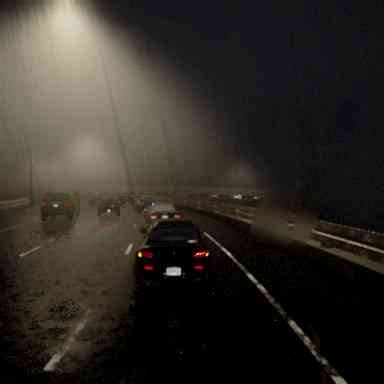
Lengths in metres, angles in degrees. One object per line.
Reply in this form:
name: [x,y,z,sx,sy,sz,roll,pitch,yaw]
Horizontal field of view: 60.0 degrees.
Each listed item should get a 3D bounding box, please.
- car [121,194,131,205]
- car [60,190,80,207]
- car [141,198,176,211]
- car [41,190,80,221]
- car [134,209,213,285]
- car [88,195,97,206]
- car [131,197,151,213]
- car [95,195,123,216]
car: [-9.380,1.075,45.752,1.837,1.490,4.892,0,1,-22]
car: [-16.054,0.812,43.704,2.150,2.045,5.566,0,0,-23]
car: [-1.859,1.355,20.285,2.033,1.411,5.357,0,1,-10]
car: [-9.881,0.988,25.262,2.150,2.045,5.566,0,1,-13]
car: [-0.497,1.438,9.113,1.812,1.442,4.674,0,1,-3]
car: [-12.877,1.142,45.069,1.994,1.385,4.181,0,1,-23]
car: [-4.486,1.222,32.063,1.812,1.442,4.674,0,1,-16]
car: [-7.378,1.230,29.437,1.837,1.490,4.892,0,1,-14]
